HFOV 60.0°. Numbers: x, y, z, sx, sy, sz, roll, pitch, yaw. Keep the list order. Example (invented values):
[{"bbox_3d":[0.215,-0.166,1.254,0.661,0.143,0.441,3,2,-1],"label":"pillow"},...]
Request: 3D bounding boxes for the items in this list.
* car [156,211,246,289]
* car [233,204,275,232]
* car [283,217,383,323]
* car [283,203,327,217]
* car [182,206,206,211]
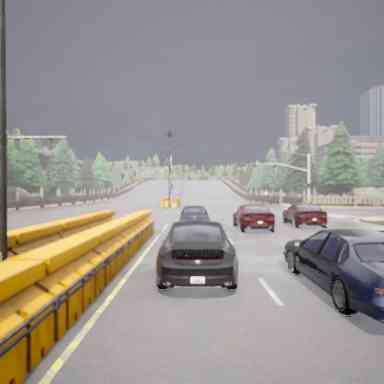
[{"bbox_3d":[0.120,1.506,9.102,1.837,1.490,4.892,0,0,0],"label":"car"},{"bbox_3d":[3.639,1.477,20.179,1.882,1.535,5.008,0,0,0],"label":"car"},{"bbox_3d":[3.612,1.547,7.465,2.033,1.411,5.357,0,0,0],"label":"car"},{"bbox_3d":[7.383,1.477,22.131,1.882,1.535,5.008,0,0,3],"label":"car"},{"bbox_3d":[0.140,1.547,20.495,2.033,1.411,5.357,0,0,0],"label":"car"}]
